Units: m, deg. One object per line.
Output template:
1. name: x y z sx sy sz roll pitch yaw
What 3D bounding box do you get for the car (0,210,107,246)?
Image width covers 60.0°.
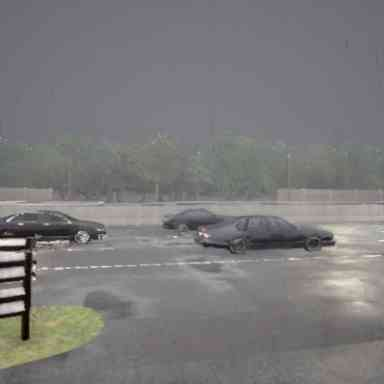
1. car: -6.267 1.557 14.632 4.892 1.490 1.837 0 -1 -12

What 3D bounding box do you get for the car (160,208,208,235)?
1. car: 0.474 1.670 19.646 4.674 1.442 1.812 0 -1 -12

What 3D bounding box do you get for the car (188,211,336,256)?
1. car: 2.763 1.602 12.976 5.357 1.411 2.033 0 -1 -12
